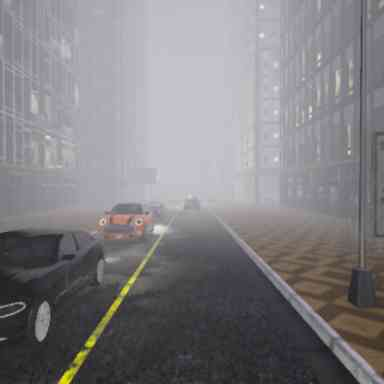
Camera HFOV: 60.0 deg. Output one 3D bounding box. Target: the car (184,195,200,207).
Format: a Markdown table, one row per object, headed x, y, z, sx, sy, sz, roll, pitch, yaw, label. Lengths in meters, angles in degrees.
| x | y | z | sx | sy | sz | roll | pitch | yaw | label |
| --- | --- | --- | --- | --- | --- | --- | --- | --- | --- |
| 0.003 | 1.297 | 47.951 | 2.128 | 1.511 | 4.902 | 0 | 0 | 0 | car |

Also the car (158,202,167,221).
| x | y | z | sx | sy | sz | roll | pitch | yaw | label |
| --- | --- | --- | --- | --- | --- | --- | --- | --- | --- |
| -3.096 | 1.496 | 26.250 | 1.895 | 1.301 | 4.718 | 0 | 0 | 0 | car |

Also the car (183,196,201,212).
| x | y | z | sx | sy | sz | roll | pitch | yaw | label |
| --- | --- | --- | --- | --- | --- | --- | --- | --- | --- |
| -0.006 | 1.396 | 36.272 | 2.033 | 1.411 | 5.357 | 0 | 0 | 0 | car |

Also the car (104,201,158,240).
| x | y | z | sx | sy | sz | roll | pitch | yaw | label |
| --- | --- | --- | --- | --- | --- | --- | --- | --- | --- |
| -3.098 | 1.290 | 16.364 | 2.097 | 1.767 | 4.553 | 0 | 0 | 0 | car |

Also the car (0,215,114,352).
| x | y | z | sx | sy | sz | roll | pitch | yaw | label |
| --- | --- | --- | --- | --- | --- | --- | --- | --- | --- |
| -3.098 | 1.459 | 6.471 | 1.882 | 1.535 | 5.008 | 0 | 0 | 0 | car |
